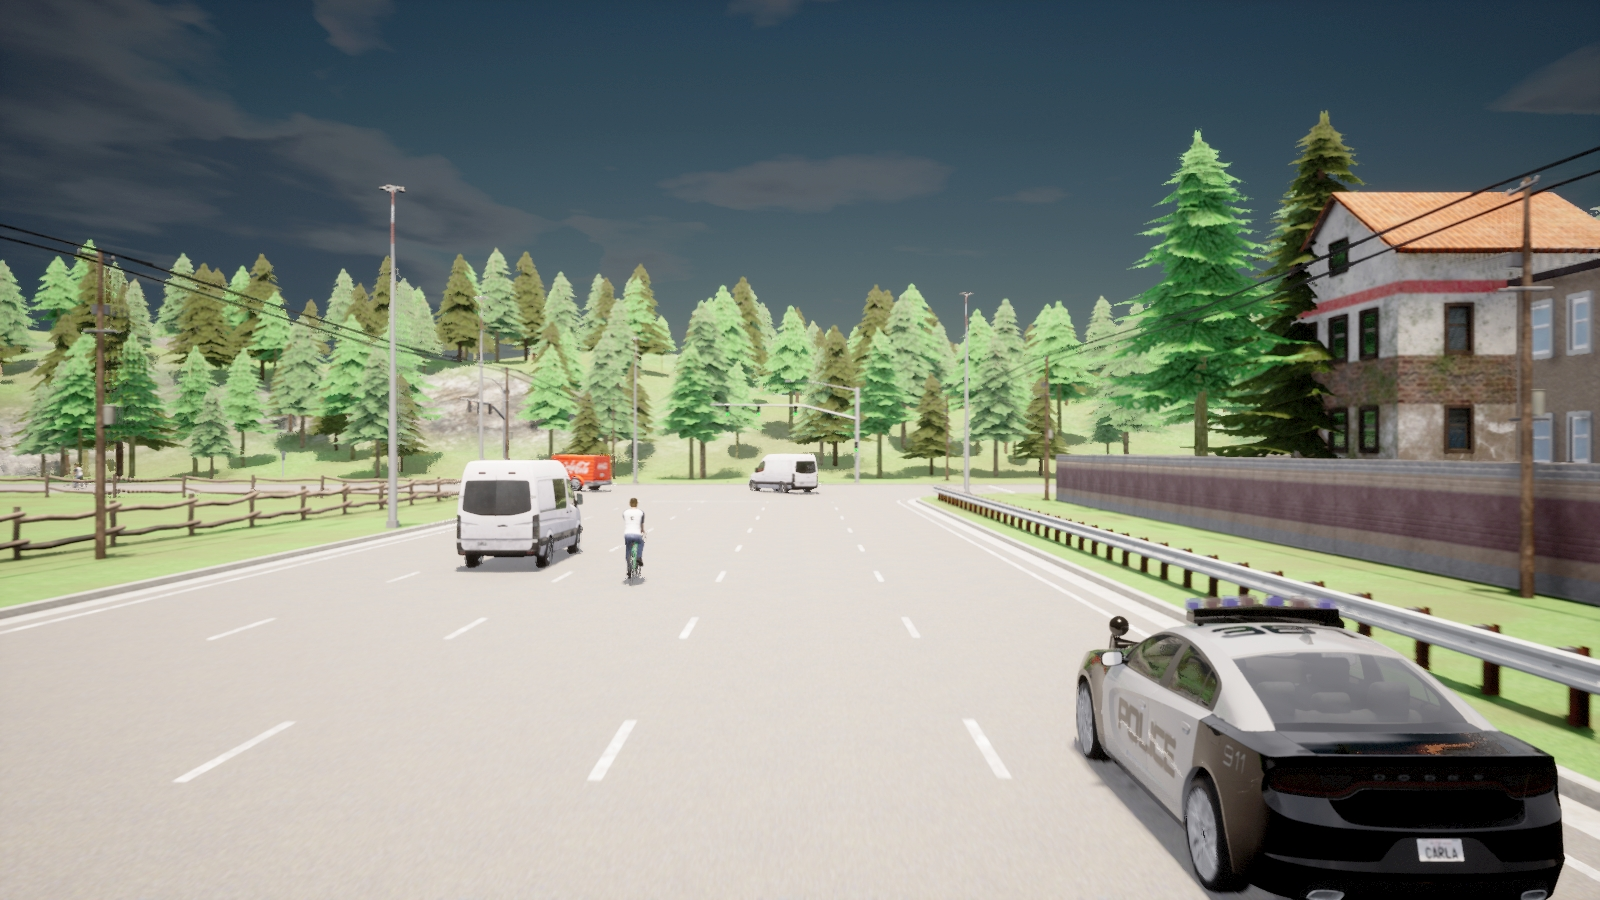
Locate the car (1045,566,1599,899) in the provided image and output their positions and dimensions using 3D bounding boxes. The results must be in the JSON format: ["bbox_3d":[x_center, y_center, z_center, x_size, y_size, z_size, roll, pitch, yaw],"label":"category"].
[{"bbox_3d":[3.500,1.983,8.828,2.097,1.638,5.238,0,0,0],"label":"car"}]

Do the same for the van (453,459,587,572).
[{"bbox_3d":[-6.996,1.536,29.232,1.988,2.561,5.915,0,0,0],"label":"van"}]

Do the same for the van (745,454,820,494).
[{"bbox_3d":[-1.213,1.538,75.268,1.988,2.561,5.915,1,0,-34],"label":"van"}]

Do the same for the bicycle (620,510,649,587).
[{"bbox_3d":[-3.501,2.057,24.216,0.373,1.496,1.643,0,0,0],"label":"bicycle"}]
